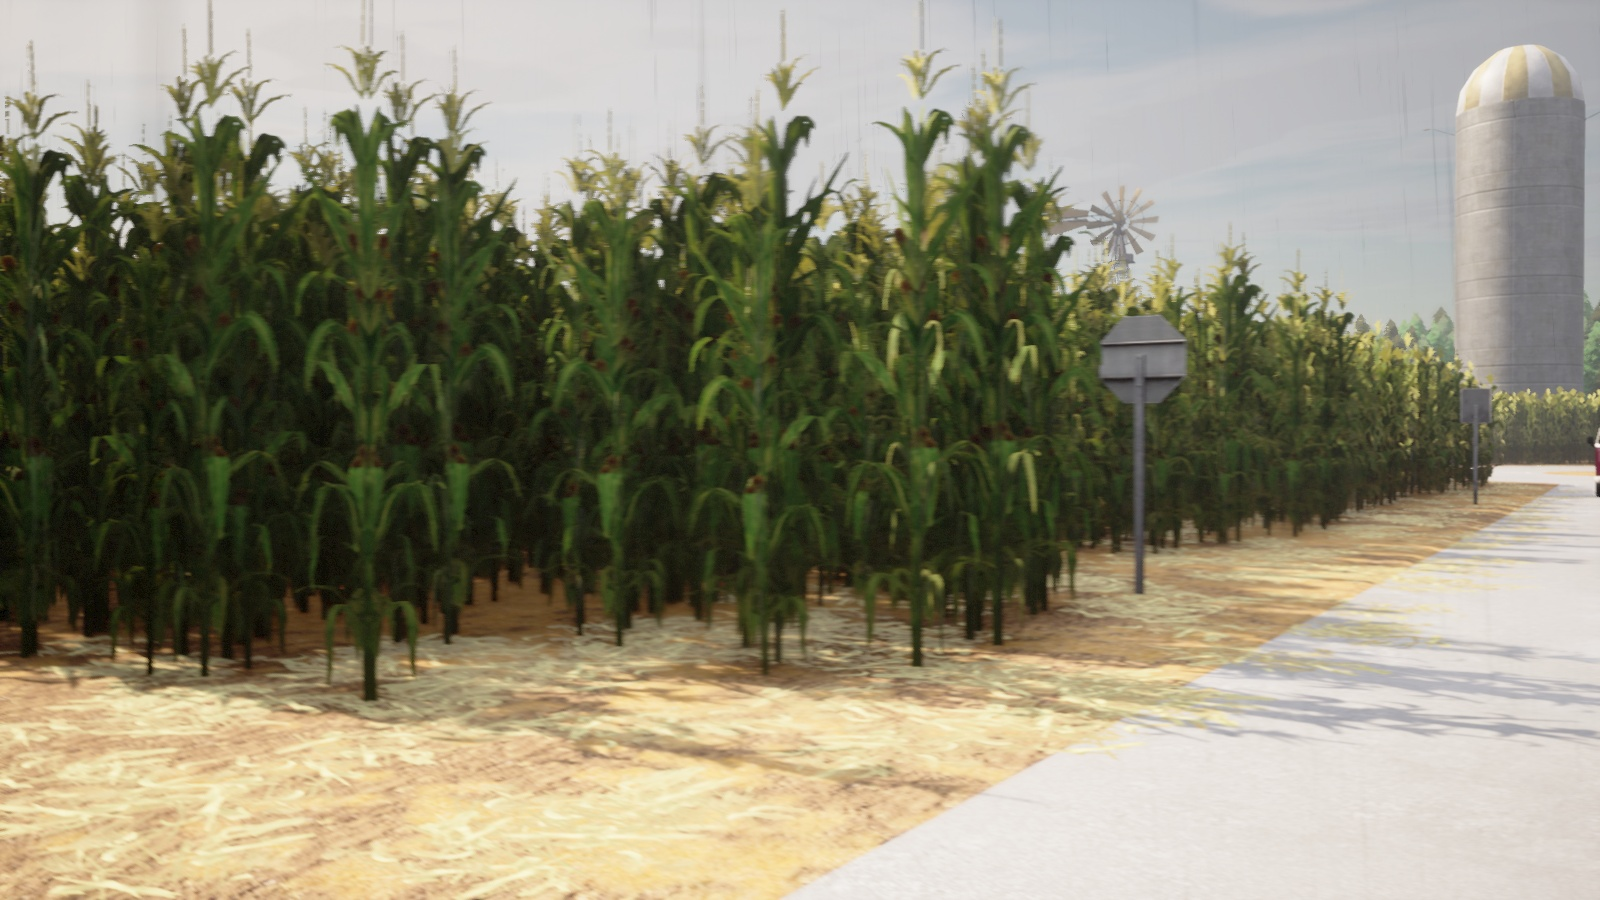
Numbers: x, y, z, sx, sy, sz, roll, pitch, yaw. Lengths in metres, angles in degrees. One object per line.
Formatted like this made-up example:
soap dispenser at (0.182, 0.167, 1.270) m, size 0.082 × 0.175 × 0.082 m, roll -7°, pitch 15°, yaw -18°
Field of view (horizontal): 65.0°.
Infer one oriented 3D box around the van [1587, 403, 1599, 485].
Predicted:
van at (21.805, -0.197, 32.727) m, size 2.069 × 2.038 × 4.480 m, roll -1°, pitch 1°, yaw 33°
